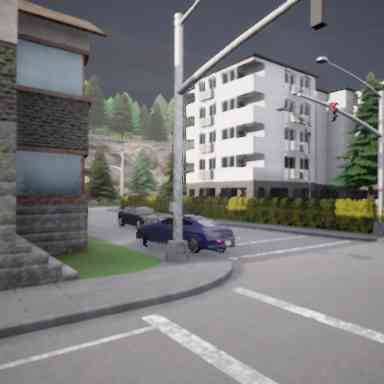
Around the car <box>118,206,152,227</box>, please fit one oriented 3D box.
[{"bbox_3d":[-3.592,1.755,23.306,1.837,1.490,4.892,0,0,-36],"label":"car"}]

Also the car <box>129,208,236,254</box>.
[{"bbox_3d":[-0.334,1.659,13.830,4.674,1.442,1.812,2,-3,43],"label":"car"}]
